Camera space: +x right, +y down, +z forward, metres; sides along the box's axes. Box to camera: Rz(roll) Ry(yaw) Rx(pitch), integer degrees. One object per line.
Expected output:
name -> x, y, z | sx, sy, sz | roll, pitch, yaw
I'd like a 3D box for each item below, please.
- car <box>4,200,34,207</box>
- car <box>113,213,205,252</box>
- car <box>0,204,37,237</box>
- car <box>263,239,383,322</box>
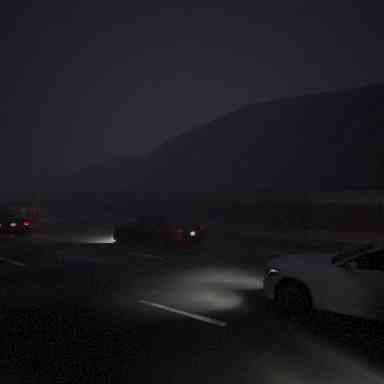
car -> -13.951, 1.400, 26.255 | 2.097, 1.767, 4.553 | 0, 0, -43
car -> -1.504, 1.594, 14.295 | 4.181, 1.385, 1.994 | 0, 0, 40
car -> -10.166, 1.579, 17.294 | 5.357, 1.411, 2.033 | 0, 0, 44
car -> 3.588, 1.541, 5.835 | 4.674, 1.442, 1.812 | 0, 0, 36
